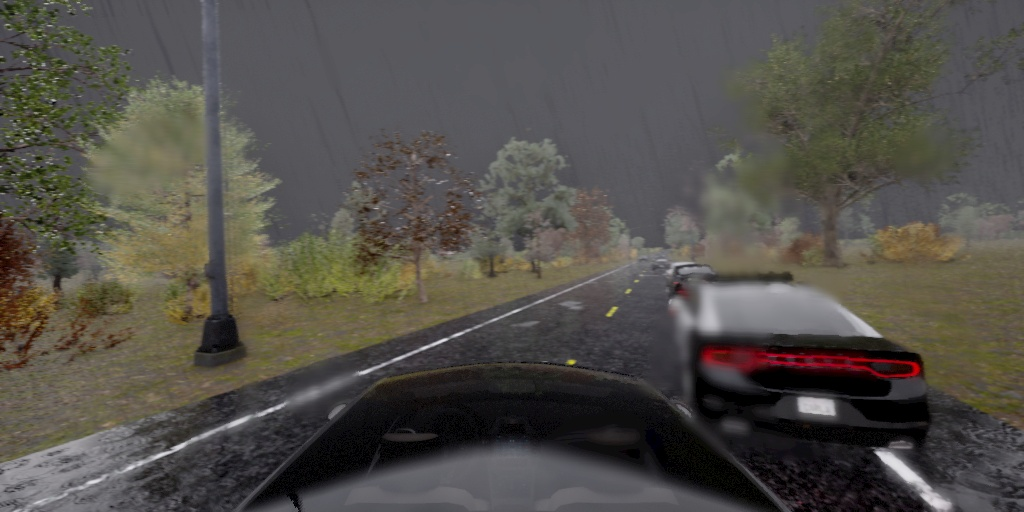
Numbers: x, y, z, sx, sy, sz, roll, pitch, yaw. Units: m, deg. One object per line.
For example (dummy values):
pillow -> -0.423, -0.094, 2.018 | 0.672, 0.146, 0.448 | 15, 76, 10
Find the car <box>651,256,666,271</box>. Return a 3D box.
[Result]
car -> 17.291, 0.896, 41.485 | 1.812, 1.442, 4.674 | -2, 0, 23

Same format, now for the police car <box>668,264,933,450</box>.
police car -> 3.571, 1.064, 5.450 | 1.930, 1.638, 5.238 | -2, -1, 22

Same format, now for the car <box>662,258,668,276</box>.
car -> 9.615, 1.044, 20.147 | 1.812, 1.442, 4.674 | -2, -1, 22

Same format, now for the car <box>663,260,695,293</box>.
car -> 7.334, 1.069, 14.597 | 1.837, 1.490, 4.892 | -2, -1, 22
